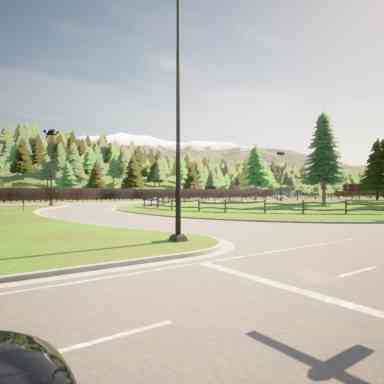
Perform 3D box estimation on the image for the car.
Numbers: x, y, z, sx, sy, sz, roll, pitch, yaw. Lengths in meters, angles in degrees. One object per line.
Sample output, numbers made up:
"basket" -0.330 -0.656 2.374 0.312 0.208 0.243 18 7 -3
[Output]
"car" -3.052 1.505 1.568 4.892 1.490 1.837 0 0 -35
